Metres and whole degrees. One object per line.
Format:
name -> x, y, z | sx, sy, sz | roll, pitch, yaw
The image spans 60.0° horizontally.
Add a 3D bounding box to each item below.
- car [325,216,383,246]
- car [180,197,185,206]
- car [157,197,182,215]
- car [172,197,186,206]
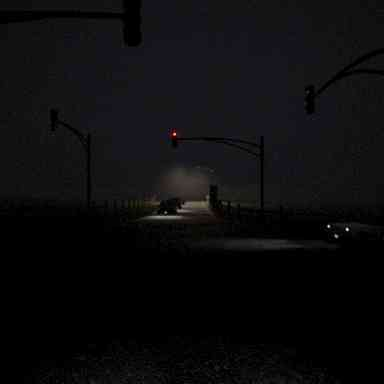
car -> 8.929, 1.799, 15.898 | 4.718, 1.301, 1.895 | 1, 0, -9
car -> -2.326, 1.514, 44.262 | 1.837, 1.490, 4.892 | 0, 0, 1
car -> -2.465, 1.553, 34.216 | 2.033, 1.411, 5.357 | 0, 0, 0
car -> -2.162, 1.562, 56.285 | 2.033, 1.411, 5.357 | 0, 0, 1
